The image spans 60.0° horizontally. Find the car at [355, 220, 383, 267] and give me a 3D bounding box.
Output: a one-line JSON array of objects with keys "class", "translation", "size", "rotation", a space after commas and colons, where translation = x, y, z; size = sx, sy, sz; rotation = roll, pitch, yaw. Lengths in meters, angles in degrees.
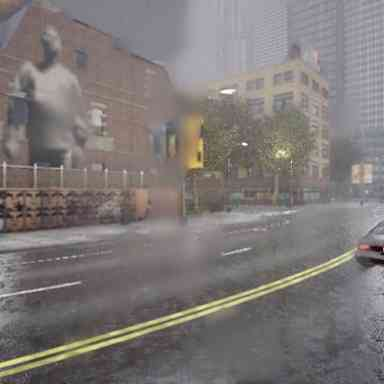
[{"class": "car", "translation": [6.789, 1.559, 10.546], "size": [2.033, 1.411, 5.357], "rotation": [0, 0, 42]}]
